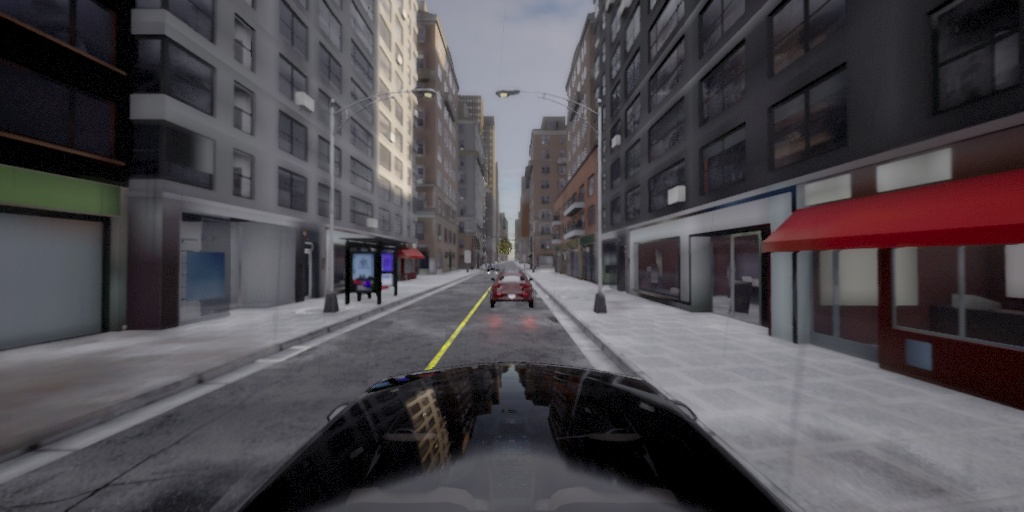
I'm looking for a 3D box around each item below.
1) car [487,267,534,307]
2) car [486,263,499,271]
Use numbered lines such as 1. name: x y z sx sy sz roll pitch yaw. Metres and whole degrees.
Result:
1. car: 0.004 1.414 16.247 1.812 1.442 4.674 0 0 0
2. car: -3.010 1.875 58.252 1.994 1.385 4.181 0 -1 0
